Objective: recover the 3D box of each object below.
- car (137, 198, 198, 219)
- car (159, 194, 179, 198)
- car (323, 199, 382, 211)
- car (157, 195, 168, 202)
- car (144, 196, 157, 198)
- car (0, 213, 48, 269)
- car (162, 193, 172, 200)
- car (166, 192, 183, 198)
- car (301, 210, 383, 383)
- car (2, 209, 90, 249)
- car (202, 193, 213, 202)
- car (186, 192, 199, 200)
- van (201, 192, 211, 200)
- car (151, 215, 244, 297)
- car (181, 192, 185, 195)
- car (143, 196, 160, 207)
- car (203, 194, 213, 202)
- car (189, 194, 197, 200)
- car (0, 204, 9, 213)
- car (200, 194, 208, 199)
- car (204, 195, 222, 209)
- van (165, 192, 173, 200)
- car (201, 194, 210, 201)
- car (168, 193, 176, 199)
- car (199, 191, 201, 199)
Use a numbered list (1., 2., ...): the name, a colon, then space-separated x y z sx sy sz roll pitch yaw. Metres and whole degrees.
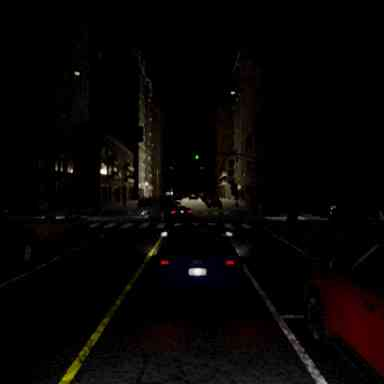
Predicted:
1. car: -2.015 1.391 24.741 2.033 1.411 5.357 1 0 -32
2. car: -2.984 1.337 41.076 2.033 1.411 5.357 0 0 -3
3. car: 13.700 1.348 28.561 4.553 1.767 2.097 0 0 1
4. car: -5.600 1.257 64.134 1.802 1.307 4.206 1 0 0
5. car: -5.690 1.333 41.442 1.887 1.381 4.507 1 0 0
6. car: -5.819 1.499 8.799 1.887 1.381 4.507 1 0 0
7. car: -5.554 1.062 75.478 1.967 1.590 4.097 1 0 0
8. car: -2.891 1.217 51.040 1.882 1.535 5.008 0 0 1
9. car: 2.687 1.298 3.130 2.192 1.841 5.009 1 0 0
10. car: -5.797 1.452 14.253 1.752 1.417 4.829 1 0 0
11. car: 2.880 1.313 52.746 1.802 1.307 4.206 1 0 0
12. car: 0.289 1.185 70.754 2.033 1.411 5.357 0 0 0
13. van: 2.905 1.044 58.418 1.690 1.788 3.998 1 0 0
14. car: 0.121 1.520 8.508 1.994 1.385 4.181 0 0 0
15. car: -2.808 1.042 61.070 2.097 1.767 4.553 0 0 1
16. car: -5.667 1.304 47.115 1.887 1.381 4.507 1 0 0
17. car: 2.858 1.341 47.073 1.802 1.307 4.206 1 0 0
18. car: 0.319 1.189 81.454 1.895 1.301 4.718 0 0 0
19. car: -16.688 1.204 25.648 4.902 1.511 2.128 1 0 1
20. car: 3.015 1.134 86.785 1.947 1.339 4.313 1 0 0
21. car: 2.836 1.370 41.399 1.802 1.307 4.206 1 0 0
22. van: -5.531 0.936 81.151 1.690 1.788 3.998 1 0 0
23. car: 2.970 1.203 75.439 1.802 1.307 4.206 1 0 0
24. car: -5.488 1.092 92.497 2.008 1.369 4.403 1 0 0
25. car: 2.928 0.991 64.091 2.192 1.841 5.009 1 0 0
